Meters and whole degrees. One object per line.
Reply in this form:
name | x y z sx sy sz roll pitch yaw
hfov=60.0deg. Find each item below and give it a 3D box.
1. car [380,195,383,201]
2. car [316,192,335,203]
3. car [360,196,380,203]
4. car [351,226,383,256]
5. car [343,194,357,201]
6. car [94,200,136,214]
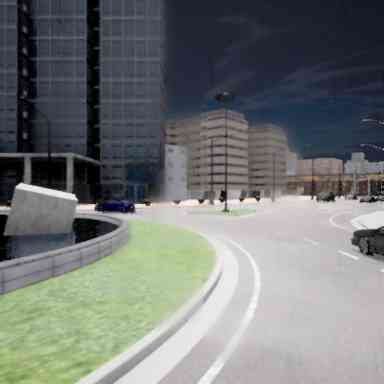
car | 40.806 1.341 70.943 1.994 1.385 4.181 0 0 42
car | 26.109 1.030 64.920 2.150 2.045 5.566 0 0 42
car | 32.750 1.375 61.763 1.994 1.385 4.181 0 0 42
car | 6.932 1.517 9.994 2.033 1.411 5.357 0 0 -1
car | 36.635 1.284 76.789 1.812 1.442 4.674 0 0 42
car | -7.866 1.458 33.975 4.181 1.385 1.994 0 0 22
